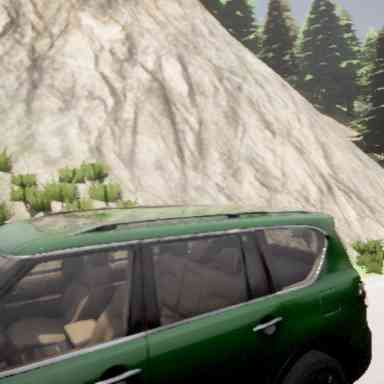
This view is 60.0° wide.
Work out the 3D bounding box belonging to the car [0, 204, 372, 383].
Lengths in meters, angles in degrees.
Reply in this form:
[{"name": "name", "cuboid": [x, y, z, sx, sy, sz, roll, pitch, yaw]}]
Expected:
[{"name": "car", "cuboid": [-0.864, 1.187, 2.713, 5.566, 2.045, 2.150, -1, 1, -32]}]
